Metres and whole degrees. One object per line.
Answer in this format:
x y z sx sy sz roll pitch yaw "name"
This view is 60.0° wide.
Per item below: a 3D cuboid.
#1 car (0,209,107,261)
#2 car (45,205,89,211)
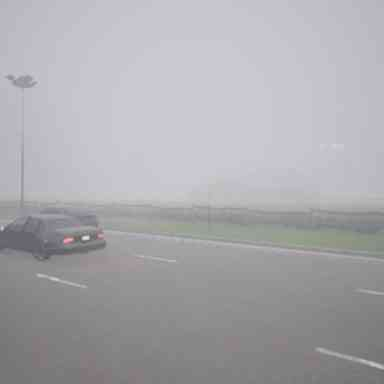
-5.465 1.531 12.190 5.357 1.411 2.033 0 0 36 "car"
-6.954 1.482 17.552 4.892 1.490 1.837 0 0 36 "car"
